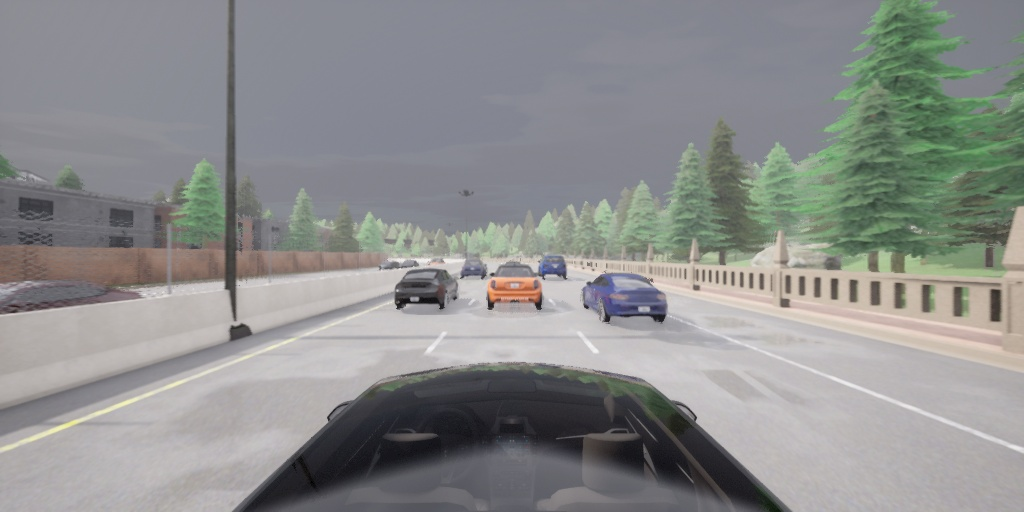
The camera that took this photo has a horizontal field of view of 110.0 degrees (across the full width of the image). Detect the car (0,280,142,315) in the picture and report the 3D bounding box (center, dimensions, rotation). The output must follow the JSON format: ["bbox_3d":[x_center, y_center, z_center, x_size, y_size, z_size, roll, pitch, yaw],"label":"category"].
[{"bbox_3d":[-10.601,1.281,7.614,1.812,1.442,4.674,0,0,0],"label":"car"}]

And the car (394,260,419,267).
[{"bbox_3d":[-14.081,1.293,49.151,1.837,1.490,4.892,0,0,0],"label":"car"}]

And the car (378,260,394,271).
[{"bbox_3d":[-17.559,1.285,51.480,2.128,1.511,4.902,0,0,1],"label":"car"}]

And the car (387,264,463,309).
[{"bbox_3d":[-3.401,1.266,14.929,1.837,1.490,4.892,0,0,0],"label":"car"}]

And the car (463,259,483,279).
[{"bbox_3d":[-3.401,1.128,33.067,2.097,1.767,4.553,0,0,0],"label":"car"}]

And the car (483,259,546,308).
[{"bbox_3d":[0.099,1.112,15.272,2.097,1.767,4.553,0,0,0],"label":"car"}]

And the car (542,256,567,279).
[{"bbox_3d":[3.600,0.997,32.494,2.150,2.045,5.566,0,0,0],"label":"car"}]

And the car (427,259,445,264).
[{"bbox_3d":[-10.582,1.142,49.918,2.097,1.767,4.553,0,0,0],"label":"car"}]

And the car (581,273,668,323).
[{"bbox_3d":[3.587,1.284,12.045,1.812,1.442,4.674,0,0,0],"label":"car"}]
